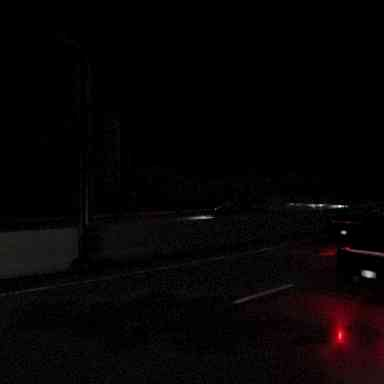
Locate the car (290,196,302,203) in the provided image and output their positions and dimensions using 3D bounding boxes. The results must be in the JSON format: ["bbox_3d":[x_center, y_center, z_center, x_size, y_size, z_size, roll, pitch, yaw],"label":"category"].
[{"bbox_3d":[21.748,1.587,69.584,1.812,1.442,4.674,0,0,13],"label":"car"}]

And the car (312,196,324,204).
[{"bbox_3d":[23.770,1.560,62.963,1.837,1.490,4.892,0,0,16],"label":"car"}]

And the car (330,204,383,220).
[{"bbox_3d":[8.155,1.503,15.817,4.902,1.511,2.128,0,0,-45],"label":"car"}]

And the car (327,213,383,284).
[{"bbox_3d":[5.510,1.496,8.544,4.902,1.511,2.128,0,0,-41],"label":"car"}]

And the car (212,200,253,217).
[{"bbox_3d":[4.025,1.576,32.361,1.812,1.442,4.674,0,0,38],"label":"car"}]

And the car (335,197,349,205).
[{"bbox_3d":[25.077,1.608,55.829,1.994,1.385,4.181,0,0,20],"label":"car"}]

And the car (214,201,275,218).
[{"bbox_3d":[3.529,1.523,21.340,2.128,1.511,4.902,0,0,44],"label":"car"}]

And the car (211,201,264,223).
[{"bbox_3d":[3.766,1.546,26.687,1.837,1.490,4.892,0,0,41],"label":"car"}]
